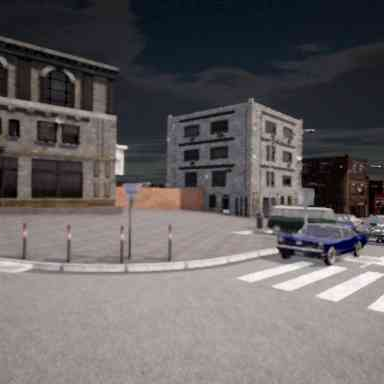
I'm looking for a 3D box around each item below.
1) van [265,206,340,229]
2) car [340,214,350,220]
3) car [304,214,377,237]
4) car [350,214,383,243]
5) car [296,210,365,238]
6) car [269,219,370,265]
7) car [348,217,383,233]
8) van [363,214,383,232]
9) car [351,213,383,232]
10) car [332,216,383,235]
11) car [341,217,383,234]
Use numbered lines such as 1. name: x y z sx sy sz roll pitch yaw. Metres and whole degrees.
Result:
1. van: 7.067 1.966 22.196 4.442 1.987 1.878 1 -3 42
2. car: 8.980 2.381 24.179 5.008 1.535 2.097 1 -4 42
3. car: 12.631 2.807 28.550 5.366 1.575 1.946 1 -4 42
4. car: 11.496 2.192 20.101 2.097 1.767 4.553 1 -4 42
5. car: 10.864 2.464 26.239 4.553 1.767 2.185 1 -4 42
6. car: 5.170 1.914 13.056 1.895 1.301 4.718 0 -2 43
7. car: 20.310 3.662 36.617 5.366 1.575 1.946 1 -4 42
8. van: 23.715 3.854 40.893 4.442 1.987 1.878 1 -4 42
9. car: 21.932 3.616 38.757 5.566 2.045 2.435 1 -4 42
10. car: 16.469 3.277 32.578 4.674 1.452 2.002 1 -4 42
11. car: 18.237 3.481 34.565 4.674 1.452 2.002 1 -4 42
